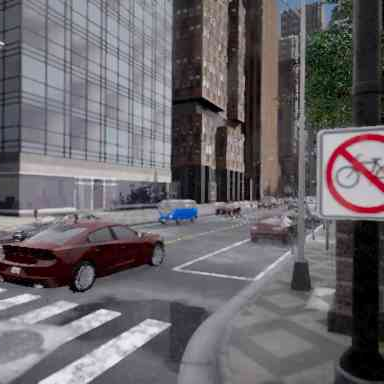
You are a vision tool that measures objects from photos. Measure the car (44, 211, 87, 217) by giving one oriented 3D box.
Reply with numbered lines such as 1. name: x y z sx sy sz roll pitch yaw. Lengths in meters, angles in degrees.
1. car: -5.989 1.597 15.375 2.008 1.369 4.403 0 -1 27

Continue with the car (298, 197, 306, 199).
1. car: 23.657 2.013 74.676 2.008 1.369 4.403 1 0 27

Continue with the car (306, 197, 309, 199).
1. car: 26.052 2.005 79.464 1.752 1.417 4.829 1 0 27

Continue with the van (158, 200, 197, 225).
1. van: -1.046 1.499 25.261 1.690 1.788 3.998 0 0 27

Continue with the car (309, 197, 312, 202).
1. car: 28.599 1.935 84.558 1.967 1.590 4.097 1 0 27

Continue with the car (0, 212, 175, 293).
1. car: -2.610 1.526 9.235 1.882 1.535 5.008 0 0 27

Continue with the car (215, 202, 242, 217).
1. car: 3.894 1.796 35.144 1.887 1.381 4.507 0 0 27

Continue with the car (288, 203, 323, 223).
1. car: 9.051 1.836 26.399 1.947 1.339 4.313 0 0 27

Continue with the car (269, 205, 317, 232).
1. car: 6.583 1.772 21.456 2.008 1.369 4.403 0 0 27

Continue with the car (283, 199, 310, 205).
1. car: 12.350 1.871 39.167 1.812 1.442 4.674 0 0 27

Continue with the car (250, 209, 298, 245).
1. car: 4.112 1.750 16.514 1.802 1.307 4.206 0 0 27

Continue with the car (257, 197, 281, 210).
1. car: 11.309 1.669 49.970 2.192 1.841 5.009 0 0 27

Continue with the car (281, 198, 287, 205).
1. car: 13.778 1.819 54.910 1.967 1.590 4.097 0 0 27
